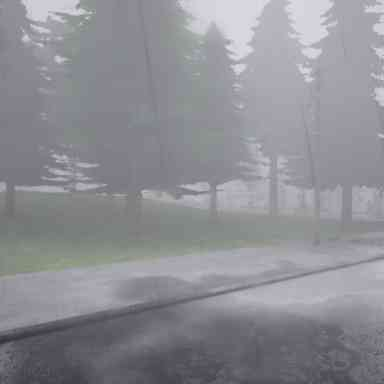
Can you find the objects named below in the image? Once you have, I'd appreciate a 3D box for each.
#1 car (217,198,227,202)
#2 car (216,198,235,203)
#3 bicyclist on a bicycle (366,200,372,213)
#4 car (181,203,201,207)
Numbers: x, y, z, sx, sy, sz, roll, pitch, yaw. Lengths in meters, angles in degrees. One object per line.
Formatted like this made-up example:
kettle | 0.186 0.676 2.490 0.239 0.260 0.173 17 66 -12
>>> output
car | 9.286 2.198 93.521 4.536 1.218 1.853 1 0 -6
car | 9.336 2.356 93.526 4.974 1.542 2.038 1 0 -6
bicyclist on a bicycle | 22.388 1.819 42.017 1.656 1.620 0.582 0 0 -36
car | -0.184 1.885 59.358 1.837 1.490 4.892 1 -1 -35
